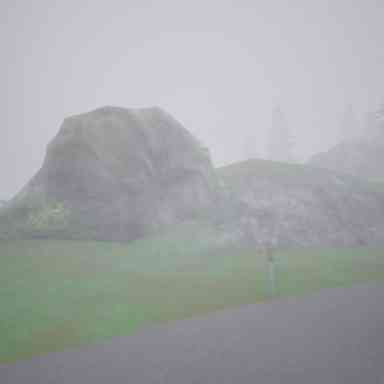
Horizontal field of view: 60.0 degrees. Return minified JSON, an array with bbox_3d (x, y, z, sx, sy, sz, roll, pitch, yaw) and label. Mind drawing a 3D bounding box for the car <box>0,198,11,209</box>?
[{"bbox_3d":[-17.658,1.645,31.721,2.150,2.045,5.566,-1,-1,7],"label":"car"}]
